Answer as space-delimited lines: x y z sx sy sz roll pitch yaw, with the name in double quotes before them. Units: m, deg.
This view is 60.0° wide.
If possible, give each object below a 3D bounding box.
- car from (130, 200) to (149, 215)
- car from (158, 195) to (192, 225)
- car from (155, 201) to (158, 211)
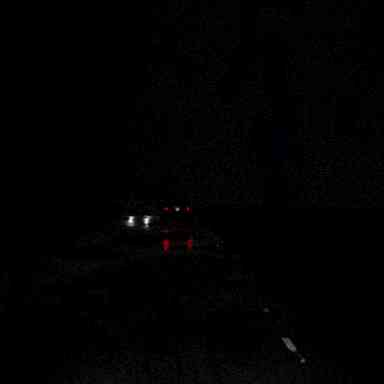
"car" -5.660 1.600 35.931 1.882 1.535 5.008 0 0 -8
"car" -1.233 1.273 24.741 2.150 2.045 5.566 0 -1 -6
"car" -3.678 1.626 42.854 1.882 1.535 5.008 0 0 -9
